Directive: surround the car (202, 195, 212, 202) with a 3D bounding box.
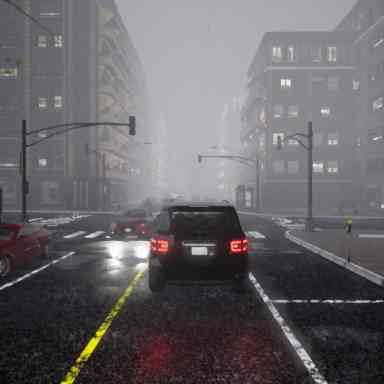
[{"bbox_3d":[3.403,1.439,76.106,1.967,1.590,4.097,0,0,1],"label":"car"}]

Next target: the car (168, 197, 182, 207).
[{"bbox_3d":[-2.612,1.561,51.430,1.994,1.385,4.181,0,0,1],"label":"car"}]

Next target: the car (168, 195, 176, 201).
[{"bbox_3d":[-4.924,1.525,81.660,1.752,1.417,4.829,0,0,1],"label":"car"}]

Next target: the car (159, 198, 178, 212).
[{"bbox_3d":[-2.736,1.524,39.339,1.812,1.442,4.674,0,0,1],"label":"car"}]

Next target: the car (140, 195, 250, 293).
[{"bbox_3d":[0.169,1.221,9.035,2.150,2.045,5.566,0,0,1],"label":"car"}]

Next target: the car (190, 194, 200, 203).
[{"bbox_3d":[0.702,1.354,72.859,2.097,1.767,4.553,0,0,1],"label":"car"}]

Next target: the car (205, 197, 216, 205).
[{"bbox_3d":[3.242,1.543,59.190,1.887,1.381,4.507,0,0,1],"label":"car"}]

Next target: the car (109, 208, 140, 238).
[{"bbox_3d":[-2.945,1.562,17.362,1.994,1.385,4.181,0,0,1],"label":"car"}]

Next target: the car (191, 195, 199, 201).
[{"bbox_3d":[0.781,1.477,82.636,1.882,1.535,5.008,0,0,1],"label":"car"}]

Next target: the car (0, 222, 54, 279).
[{"bbox_3d":[-5.609,1.581,9.952,1.802,1.307,4.206,0,0,1],"label":"car"}]

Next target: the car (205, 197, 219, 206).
[{"bbox_3d":[3.188,1.549,53.552,2.008,1.369,4.403,0,0,1],"label":"car"}]

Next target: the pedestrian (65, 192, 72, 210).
[{"bbox_3d":[-12.405,0.902,33.421,0.375,1.860,0.375,0,-1,0],"label":"pedestrian"}]

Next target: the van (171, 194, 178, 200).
[{"bbox_3d":[-4.815,1.340,93.108,1.690,1.788,3.998,0,0,1],"label":"van"}]
